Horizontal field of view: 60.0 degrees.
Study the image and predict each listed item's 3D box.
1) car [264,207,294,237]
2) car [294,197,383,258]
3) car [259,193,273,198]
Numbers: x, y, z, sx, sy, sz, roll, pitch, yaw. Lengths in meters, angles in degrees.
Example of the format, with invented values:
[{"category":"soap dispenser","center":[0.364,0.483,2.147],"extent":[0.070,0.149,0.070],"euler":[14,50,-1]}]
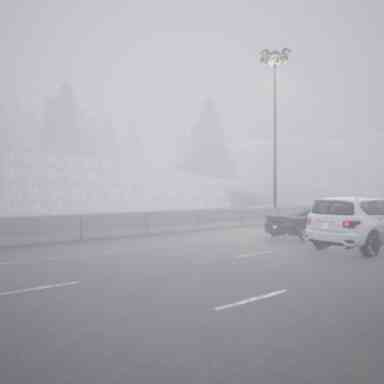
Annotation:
[{"category":"car","center":[5.773,1.445,16.497],"extent":[5.008,1.535,1.882],"euler":[0,0,-35]},{"category":"car","center":[6.745,1.193,12.900],"extent":[5.566,2.045,2.150],"euler":[0,0,-35]},{"category":"car","center":[20.465,1.022,92.269],"extent":[2.033,1.411,5.357],"euler":[0,2,-16]}]
